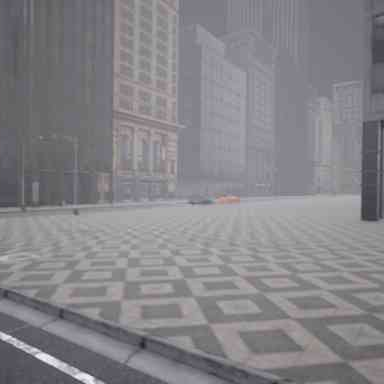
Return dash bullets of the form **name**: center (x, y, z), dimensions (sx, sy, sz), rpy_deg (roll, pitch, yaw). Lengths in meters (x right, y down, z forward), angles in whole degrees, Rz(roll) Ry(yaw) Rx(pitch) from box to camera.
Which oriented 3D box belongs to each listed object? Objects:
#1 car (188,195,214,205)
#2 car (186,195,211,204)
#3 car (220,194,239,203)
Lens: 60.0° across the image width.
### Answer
- **car**: center (1.458, 1.435, 53.505), dimensions (2.033, 1.411, 5.357), rpy_deg (1, 1, 36)
- **car**: center (1.185, 1.330, 58.410), dimensions (1.837, 1.490, 4.892), rpy_deg (1, 1, 35)
- **car**: center (6.987, 1.198, 61.413), dimensions (2.097, 1.767, 4.553), rpy_deg (1, 1, 35)
